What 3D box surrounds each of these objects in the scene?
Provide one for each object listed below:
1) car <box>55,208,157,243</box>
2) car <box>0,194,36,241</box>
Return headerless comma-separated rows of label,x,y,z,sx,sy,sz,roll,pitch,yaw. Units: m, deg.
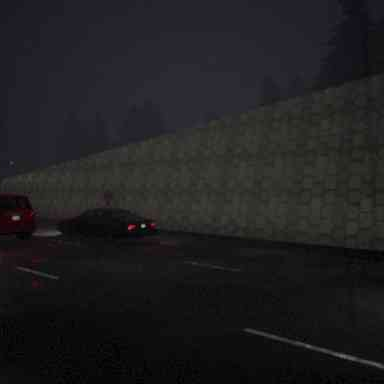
car,-4.108,1.462,15.525,5.357,1.411,2.033,0,0,36
car,-9.227,1.110,14.881,5.566,2.045,2.150,0,0,36
